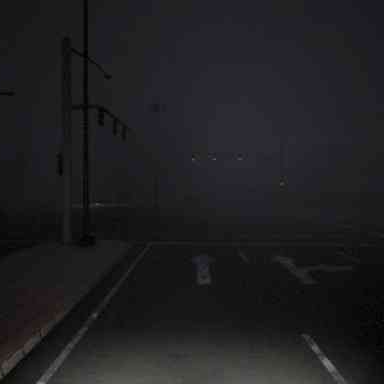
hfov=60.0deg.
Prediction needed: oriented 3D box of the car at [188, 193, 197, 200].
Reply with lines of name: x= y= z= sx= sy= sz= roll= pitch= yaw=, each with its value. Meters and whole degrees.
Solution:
car: x=0.110 y=1.040 z=78.410 sx=2.128 sy=1.511 sz=4.902 roll=0 pitch=0 yaw=0

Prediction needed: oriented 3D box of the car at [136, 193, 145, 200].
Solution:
car: x=-11.436 y=0.922 z=71.803 sx=2.097 sy=1.767 sz=4.553 roll=0 pitch=0 yaw=0

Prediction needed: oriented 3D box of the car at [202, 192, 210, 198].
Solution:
car: x=3.682 y=0.835 z=88.802 sx=2.128 sy=1.511 sz=4.902 roll=0 pitch=0 yaw=0

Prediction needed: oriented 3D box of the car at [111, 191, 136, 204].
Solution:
car: x=-11.525 y=0.879 z=56.602 sx=2.150 sy=2.045 sz=5.566 roll=0 pitch=1 yaw=1

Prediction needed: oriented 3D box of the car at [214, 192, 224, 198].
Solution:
car: x=7.182 y=0.850 z=88.781 sx=2.033 sy=1.411 sz=5.357 roll=0 pitch=0 yaw=0

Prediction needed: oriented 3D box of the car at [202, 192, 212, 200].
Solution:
car: x=3.611 y=1.112 z=78.499 sx=1.895 sy=1.301 sz=4.718 roll=0 pitch=0 yaw=0

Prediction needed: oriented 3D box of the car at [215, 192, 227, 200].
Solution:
car: x=7.113 y=0.871 z=78.830 sx=2.097 sy=1.767 sz=4.553 roll=0 pitch=0 yaw=0

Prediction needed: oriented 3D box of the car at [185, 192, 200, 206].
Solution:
car: x=0.017 y=1.065 z=47.504 sx=2.097 sy=1.767 sz=4.553 roll=0 pitch=0 yaw=0

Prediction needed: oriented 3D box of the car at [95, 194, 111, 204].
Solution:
car: x=-15.024 y=1.150 z=56.627 sx=2.128 sy=1.511 sz=4.902 roll=0 pitch=0 yaw=1

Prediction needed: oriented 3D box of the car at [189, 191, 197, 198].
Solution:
car: x=0.182 y=0.665 z=88.794 sx=2.097 sy=1.767 sz=4.553 roll=0 pitch=0 yaw=0
